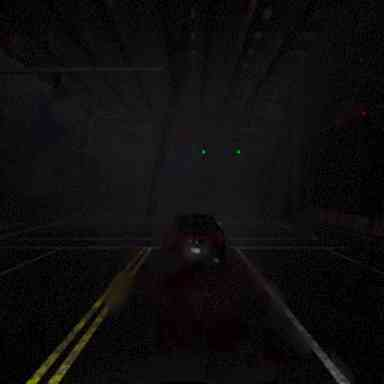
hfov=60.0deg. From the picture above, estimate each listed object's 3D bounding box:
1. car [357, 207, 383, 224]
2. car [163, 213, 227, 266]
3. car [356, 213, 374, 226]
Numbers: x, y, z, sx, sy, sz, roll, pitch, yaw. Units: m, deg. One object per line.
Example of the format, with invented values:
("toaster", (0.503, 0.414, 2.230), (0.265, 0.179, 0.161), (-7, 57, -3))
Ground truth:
("car", (13.627, 1.297, 21.947), (4.536, 1.218, 1.853), (0, 0, 25))
("car", (0.056, 1.479, 11.649), (1.882, 1.535, 5.008), (0, 0, -1))
("car", (13.579, 1.455, 21.968), (4.974, 1.542, 2.038), (0, 0, 25))
